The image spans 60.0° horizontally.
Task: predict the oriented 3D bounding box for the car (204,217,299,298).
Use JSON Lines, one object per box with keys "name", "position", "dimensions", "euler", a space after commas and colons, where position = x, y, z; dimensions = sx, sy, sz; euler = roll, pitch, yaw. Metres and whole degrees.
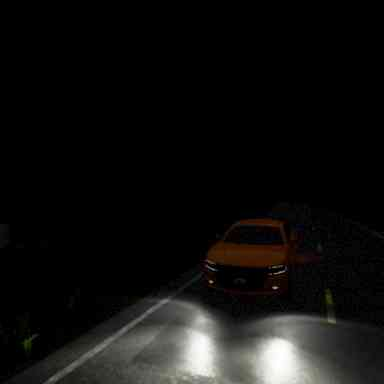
{"name": "car", "position": [1.782, 1.495, 8.924], "dimensions": [1.882, 1.535, 5.008], "euler": [0, 0, 20]}
